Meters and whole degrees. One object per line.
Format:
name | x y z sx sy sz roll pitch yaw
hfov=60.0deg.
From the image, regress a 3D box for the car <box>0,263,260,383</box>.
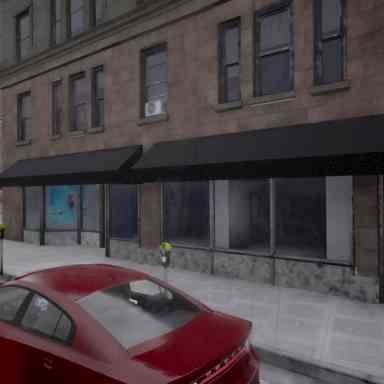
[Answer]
car | -1.461 1.545 3.908 4.507 1.381 1.887 0 0 36
